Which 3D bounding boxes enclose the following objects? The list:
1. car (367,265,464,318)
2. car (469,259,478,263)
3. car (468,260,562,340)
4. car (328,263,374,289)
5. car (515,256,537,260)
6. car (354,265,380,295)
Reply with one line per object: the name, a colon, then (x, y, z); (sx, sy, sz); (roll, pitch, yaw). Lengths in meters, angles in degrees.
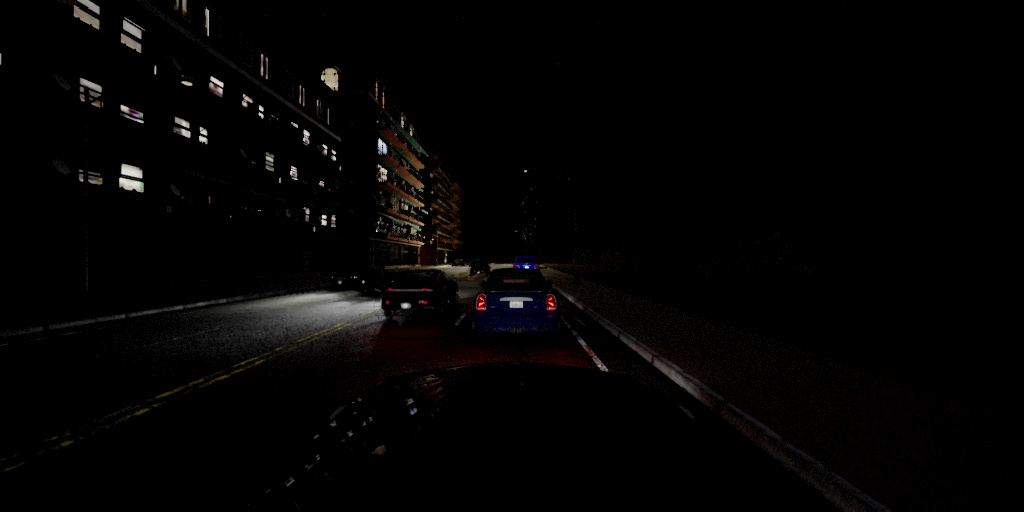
car: (-3.151, 1.244, 13.050); (2.128, 1.511, 4.902); (0, 0, 0)
car: (-3.148, 1.261, 36.434); (1.837, 1.490, 4.892); (0, 1, 0)
car: (0.098, 1.103, 10.112); (2.097, 1.767, 4.553); (0, 0, 0)
car: (-9.850, 1.244, 22.971); (2.128, 1.511, 4.902); (0, 0, 0)
car: (1.139, 0.979, 30.065); (2.150, 2.045, 5.566); (0, 0, 0)
car: (-6.598, 1.354, 19.792); (1.895, 1.301, 4.718); (0, 0, 0)
